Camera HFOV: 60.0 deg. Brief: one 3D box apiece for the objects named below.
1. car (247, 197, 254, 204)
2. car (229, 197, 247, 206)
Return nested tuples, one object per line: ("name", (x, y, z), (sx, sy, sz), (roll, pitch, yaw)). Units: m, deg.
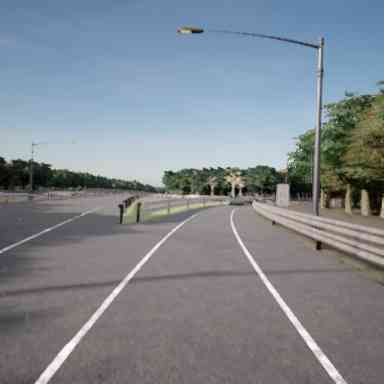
("car", (11.625, 1.768, 68.249), (2.033, 1.411, 5.357), (2, 0, 27))
("car", (7.967, 1.792, 59.200), (1.994, 1.385, 4.181), (2, 0, 21))
